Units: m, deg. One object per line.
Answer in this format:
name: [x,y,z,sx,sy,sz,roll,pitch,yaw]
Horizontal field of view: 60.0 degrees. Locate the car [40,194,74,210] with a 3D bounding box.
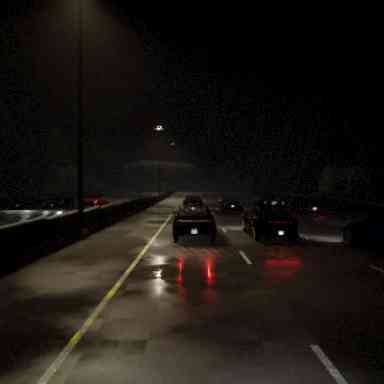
car: [-14.082,1.046,35.778,1.837,1.490,4.892,0,1,0]

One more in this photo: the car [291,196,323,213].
car: [10.605,1.133,31.121,1.837,1.490,4.892,0,1,0]

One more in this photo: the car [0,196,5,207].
car: [-21.084,1.099,35.240,2.033,1.411,5.357,0,1,0]

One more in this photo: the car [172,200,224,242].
car: [0.099,1.350,15.654,2.128,1.511,4.902,0,1,0]

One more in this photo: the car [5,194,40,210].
car: [-17.581,1.046,35.765,1.837,1.490,4.892,0,1,0]

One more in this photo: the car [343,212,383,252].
car: [7.090,1.429,11.690,1.812,1.442,4.674,0,1,0]

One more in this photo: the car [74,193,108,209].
car: [-10.581,0.895,35.652,2.097,1.767,4.553,0,1,0]

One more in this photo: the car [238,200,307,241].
car: [3.599,1.362,15.845,1.837,1.490,4.892,0,1,0]

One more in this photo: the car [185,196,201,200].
car: [0.104,1.132,31.143,1.837,1.490,4.892,0,1,0]

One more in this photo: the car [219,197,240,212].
car: [3.605,1.185,31.468,1.994,1.385,4.181,0,1,0]

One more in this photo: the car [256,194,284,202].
car: [7.103,0.986,30.733,2.097,1.767,4.553,0,1,0]
